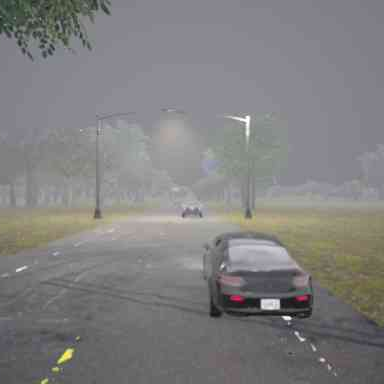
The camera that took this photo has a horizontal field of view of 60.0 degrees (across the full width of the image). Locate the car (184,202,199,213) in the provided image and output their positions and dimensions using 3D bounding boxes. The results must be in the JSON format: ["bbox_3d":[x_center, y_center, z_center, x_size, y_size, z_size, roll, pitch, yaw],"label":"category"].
[{"bbox_3d":[-0.034,2.126,45.668,1.994,1.385,4.181,0,-1,1],"label":"car"}]

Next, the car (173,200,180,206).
[{"bbox_3d":[-3.585,2.656,82.501,2.033,1.411,5.357,0,-1,0],"label":"car"}]

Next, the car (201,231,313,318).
[{"bbox_3d":[1.221,1.610,7.492,1.812,1.442,4.674,0,-1,0],"label":"car"}]

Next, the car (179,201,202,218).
[{"bbox_3d":[0.039,1.786,35.960,2.097,1.767,4.553,0,-1,0],"label":"car"}]
